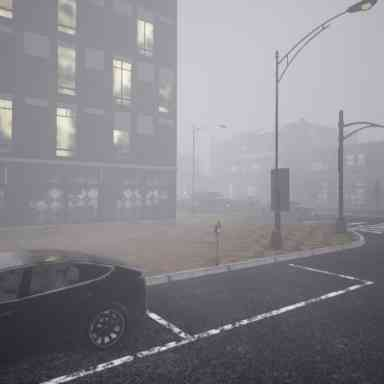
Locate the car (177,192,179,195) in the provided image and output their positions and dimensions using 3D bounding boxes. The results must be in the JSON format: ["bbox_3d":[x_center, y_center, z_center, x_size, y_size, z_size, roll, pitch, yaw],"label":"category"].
[{"bbox_3d":[-0.596,1.115,47.630,2.008,1.369,4.403,1,0,-36],"label":"car"}]

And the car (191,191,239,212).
[{"bbox_3d":[1.857,0.905,34.520,2.150,2.045,5.566,0,0,-36],"label":"car"}]

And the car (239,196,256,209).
[{"bbox_3d":[5.980,1.144,38.698,1.967,1.590,4.097,1,0,-36],"label":"car"}]

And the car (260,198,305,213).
[{"bbox_3d":[9.266,1.355,34.229,1.802,1.307,4.206,1,0,-36],"label":"car"}]

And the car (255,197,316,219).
[{"bbox_3d":[7.611,1.330,26.698,1.812,1.442,4.674,0,1,-36],"label":"car"}]

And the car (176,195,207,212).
[{"bbox_3d":[-0.771,1.241,33.730,1.802,1.307,4.206,1,0,-36],"label":"car"}]

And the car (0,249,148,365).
[{"bbox_3d":[-2.695,1.566,4.631,4.313,1.339,1.947,0,0,-36],"label":"car"}]

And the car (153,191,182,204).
[{"bbox_3d":[-3.878,0.808,52.097,2.192,1.841,5.009,1,0,-36],"label":"car"}]
